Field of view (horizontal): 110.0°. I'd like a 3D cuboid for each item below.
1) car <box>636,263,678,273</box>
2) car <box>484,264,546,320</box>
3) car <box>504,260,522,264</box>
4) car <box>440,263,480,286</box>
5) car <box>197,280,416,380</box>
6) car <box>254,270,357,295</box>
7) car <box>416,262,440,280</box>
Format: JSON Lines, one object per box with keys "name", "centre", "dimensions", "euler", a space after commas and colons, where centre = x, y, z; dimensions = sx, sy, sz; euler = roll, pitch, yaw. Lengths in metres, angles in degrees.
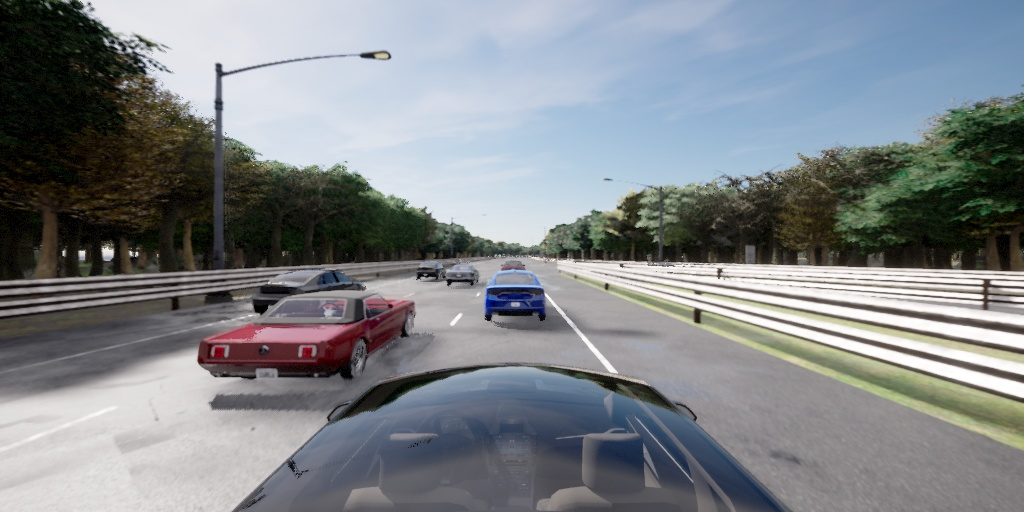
{"name": "car", "centre": [13.802, 1.372, 34.482], "dimensions": [1.837, 1.490, 4.892], "euler": [0, 0, -15]}
{"name": "car", "centre": [0.099, 1.228, 12.679], "dimensions": [1.882, 1.535, 5.008], "euler": [0, 0, 0]}
{"name": "car", "centre": [0.099, 1.106, 30.708], "dimensions": [2.097, 1.767, 4.553], "euler": [0, 0, 0]}
{"name": "car", "centre": [-3.402, 1.300, 25.397], "dimensions": [2.033, 1.411, 5.357], "euler": [0, 0, 0]}
{"name": "car", "centre": [-3.394, 1.351, 7.206], "dimensions": [1.895, 1.301, 4.718], "euler": [0, 0, 0]}
{"name": "car", "centre": [-6.905, 1.228, 12.820], "dimensions": [1.837, 1.490, 4.892], "euler": [0, 0, 0]}
{"name": "car", "centre": [-6.901, 1.258, 30.990], "dimensions": [1.837, 1.490, 4.892], "euler": [0, 0, 0]}
